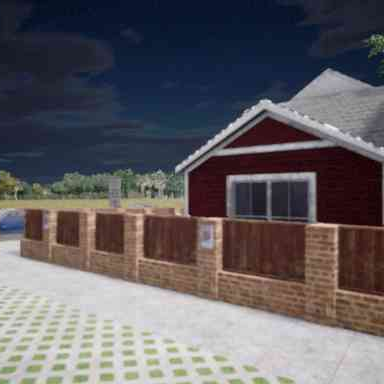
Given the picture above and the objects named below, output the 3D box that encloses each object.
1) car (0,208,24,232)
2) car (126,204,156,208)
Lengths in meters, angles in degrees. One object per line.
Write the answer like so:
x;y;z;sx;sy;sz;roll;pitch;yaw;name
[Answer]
-10.453;1.681;19.649;2.033;1.411;5.357;0;-1;35;car
-4.532;1.746;28.062;2.128;1.511;4.902;0;-1;35;car
